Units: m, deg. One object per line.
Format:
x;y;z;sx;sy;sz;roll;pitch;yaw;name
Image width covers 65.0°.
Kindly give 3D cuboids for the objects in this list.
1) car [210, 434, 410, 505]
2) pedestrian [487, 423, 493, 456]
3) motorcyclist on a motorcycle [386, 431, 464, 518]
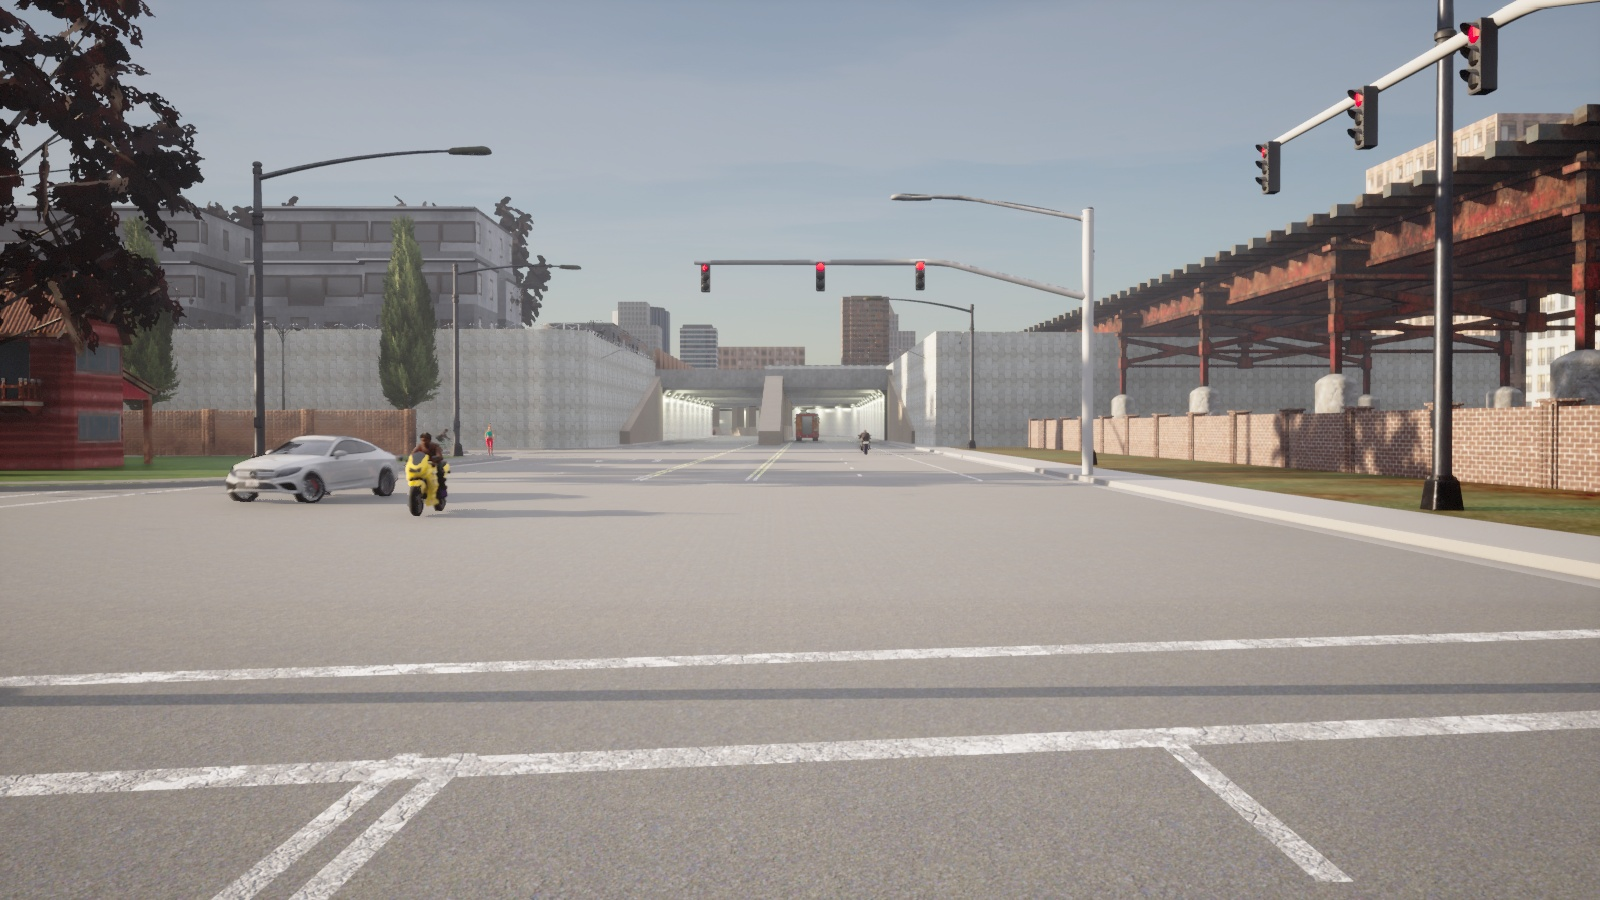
-10.903;0.378;28.354;1.812;1.442;4.674;1;1;14;car
-17.482;-0.604;70.776;0.345;1.836;0.594;0;1;-14;pedestrian
-6.855;0.423;23.051;0.797;1.523;2.044;0;1;0;motorcyclist on a motorcycle
